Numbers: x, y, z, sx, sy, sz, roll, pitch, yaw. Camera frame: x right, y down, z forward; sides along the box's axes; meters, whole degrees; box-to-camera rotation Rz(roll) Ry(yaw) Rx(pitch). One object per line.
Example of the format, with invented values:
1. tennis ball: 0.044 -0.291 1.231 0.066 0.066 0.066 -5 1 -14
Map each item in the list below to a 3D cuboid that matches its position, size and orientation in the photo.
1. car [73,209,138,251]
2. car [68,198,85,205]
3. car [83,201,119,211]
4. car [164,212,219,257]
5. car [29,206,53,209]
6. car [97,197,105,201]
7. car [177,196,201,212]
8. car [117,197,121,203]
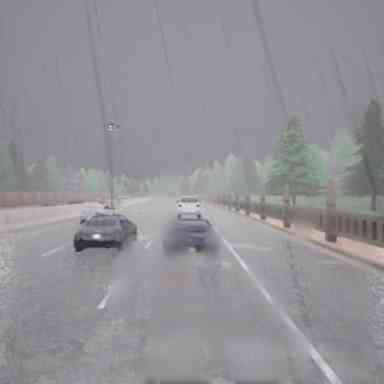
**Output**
1. car: -3.556 1.631 14.359 1.994 1.385 4.181 0 0 -1
2. car: -22.577 1.874 65.259 1.895 1.301 4.718 0 0 -2
3. car: -7.221 1.643 25.795 1.812 1.442 4.674 0 0 -1
4. car: -0.049 1.675 13.271 1.895 1.301 4.718 0 0 -1
5. car: -14.518 1.734 33.481 1.895 1.301 4.718 0 0 -1
6. car: -19.192 1.834 68.473 1.812 1.442 4.674 0 0 -2
7. car: -0.292 1.399 31.921 2.150 2.045 5.566 0 0 -1
8. car: -15.982 1.856 76.499 1.837 1.490 4.892 0 0 -2
